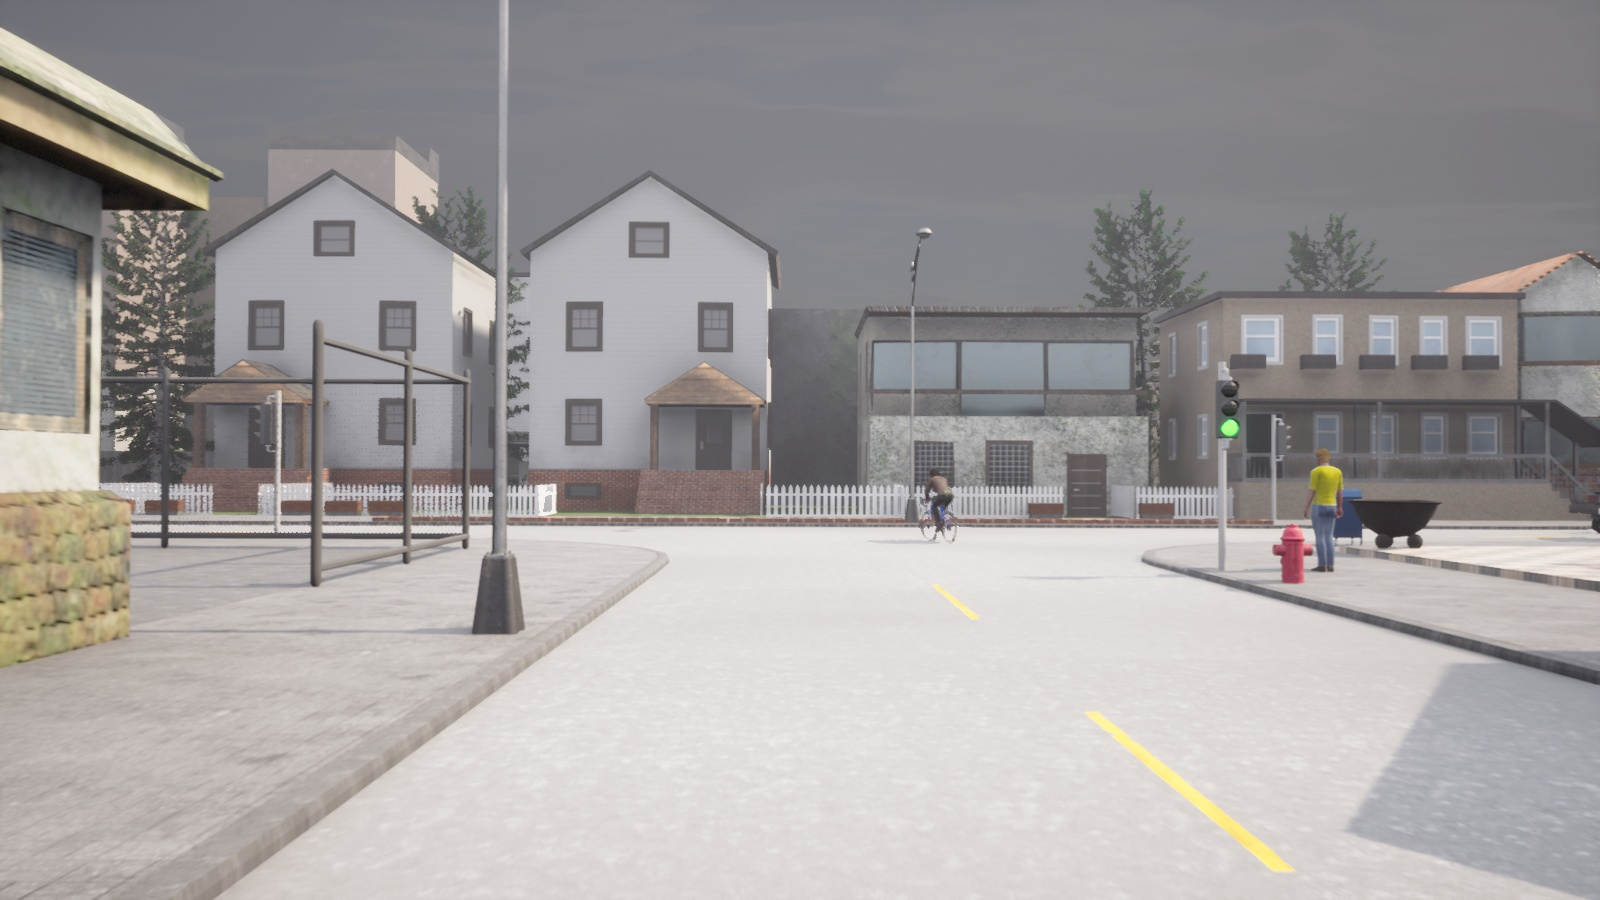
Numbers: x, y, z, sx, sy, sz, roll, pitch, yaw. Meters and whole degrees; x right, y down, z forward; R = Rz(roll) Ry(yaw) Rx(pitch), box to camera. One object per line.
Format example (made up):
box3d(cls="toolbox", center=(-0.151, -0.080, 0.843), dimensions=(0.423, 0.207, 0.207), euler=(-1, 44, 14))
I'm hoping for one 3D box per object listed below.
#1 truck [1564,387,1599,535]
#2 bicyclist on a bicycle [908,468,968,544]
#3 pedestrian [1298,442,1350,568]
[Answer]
box3d(cls="truck", center=(22.700, 0.235, 29.281), dimensions=(7.936, 3.462, 2.891), euler=(0, -1, 0))
box3d(cls="bicyclist on a bicycle", center=(3.052, 1.225, 27.904), dimensions=(0.582, 1.620, 1.656), euler=(-1, -1, -21))
box3d(cls="pedestrian", center=(7.777, 0.804, 18.660), dimensions=(0.354, 1.836, 0.706), euler=(0, -1, -12))
